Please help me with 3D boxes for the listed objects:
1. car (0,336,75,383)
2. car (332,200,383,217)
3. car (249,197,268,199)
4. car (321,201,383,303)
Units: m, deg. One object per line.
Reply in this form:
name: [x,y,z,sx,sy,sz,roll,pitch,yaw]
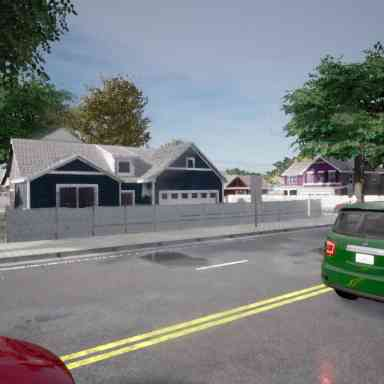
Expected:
car: [-3.021,1.476,1.287,5.008,1.535,1.882,0,0,-35]
car: [15.860,1.532,31.797,1.994,1.385,4.181,-1,0,-37]
car: [8.874,1.404,42.188,2.097,1.767,4.553,-1,0,-32]
car: [5.102,1.209,7.120,5.566,2.045,2.150,0,0,-35]
